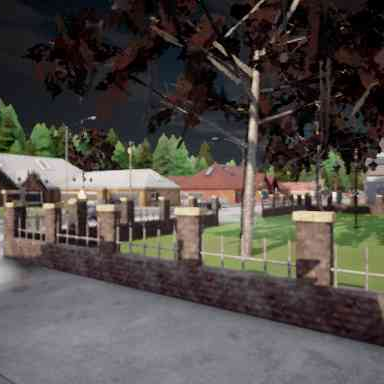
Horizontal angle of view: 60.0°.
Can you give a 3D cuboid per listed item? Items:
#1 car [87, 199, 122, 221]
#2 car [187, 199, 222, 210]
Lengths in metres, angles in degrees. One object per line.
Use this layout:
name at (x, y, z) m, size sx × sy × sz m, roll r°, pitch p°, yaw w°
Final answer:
car at (-7.197, 1.350, 27.044) m, size 2.097 × 1.767 × 4.553 m, roll 0°, pitch 0°, yaw 36°
car at (1.560, 1.546, 39.232) m, size 2.033 × 1.411 × 5.357 m, roll 0°, pitch 0°, yaw 36°
